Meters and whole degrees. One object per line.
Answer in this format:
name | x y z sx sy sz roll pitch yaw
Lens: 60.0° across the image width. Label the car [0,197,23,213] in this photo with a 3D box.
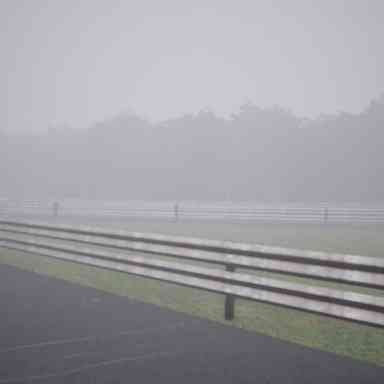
car | -20.157 1.322 34.613 5.366 1.575 1.801 1 0 19
